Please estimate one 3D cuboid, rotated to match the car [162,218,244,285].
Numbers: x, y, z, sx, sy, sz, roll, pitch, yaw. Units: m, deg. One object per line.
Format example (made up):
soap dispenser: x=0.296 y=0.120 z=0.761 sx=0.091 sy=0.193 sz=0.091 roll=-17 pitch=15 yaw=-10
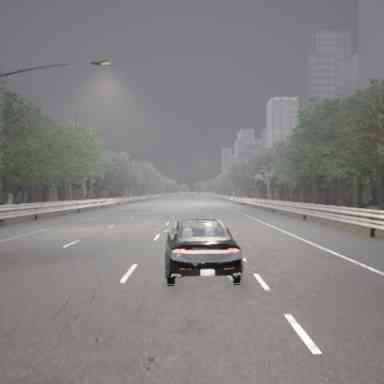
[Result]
car: x=0.191 y=1.495 z=9.502 sx=2.128 sy=1.511 sz=4.902 roll=0 pitch=0 yaw=-3
